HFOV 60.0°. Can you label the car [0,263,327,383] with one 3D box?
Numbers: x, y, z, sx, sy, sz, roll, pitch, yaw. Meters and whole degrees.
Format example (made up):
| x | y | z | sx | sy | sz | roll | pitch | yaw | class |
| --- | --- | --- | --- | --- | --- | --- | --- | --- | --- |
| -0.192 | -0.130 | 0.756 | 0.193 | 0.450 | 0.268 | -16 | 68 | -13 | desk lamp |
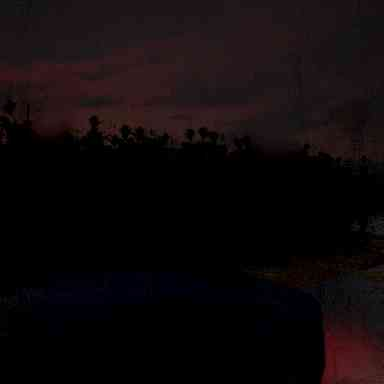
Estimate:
| x | y | z | sx | sy | sz | roll | pitch | yaw | class |
| --- | --- | --- | --- | --- | --- | --- | --- | --- | --- |
| -0.938 | 1.473 | 2.799 | 5.008 | 1.535 | 1.882 | 0 | 0 | -35 | car |
